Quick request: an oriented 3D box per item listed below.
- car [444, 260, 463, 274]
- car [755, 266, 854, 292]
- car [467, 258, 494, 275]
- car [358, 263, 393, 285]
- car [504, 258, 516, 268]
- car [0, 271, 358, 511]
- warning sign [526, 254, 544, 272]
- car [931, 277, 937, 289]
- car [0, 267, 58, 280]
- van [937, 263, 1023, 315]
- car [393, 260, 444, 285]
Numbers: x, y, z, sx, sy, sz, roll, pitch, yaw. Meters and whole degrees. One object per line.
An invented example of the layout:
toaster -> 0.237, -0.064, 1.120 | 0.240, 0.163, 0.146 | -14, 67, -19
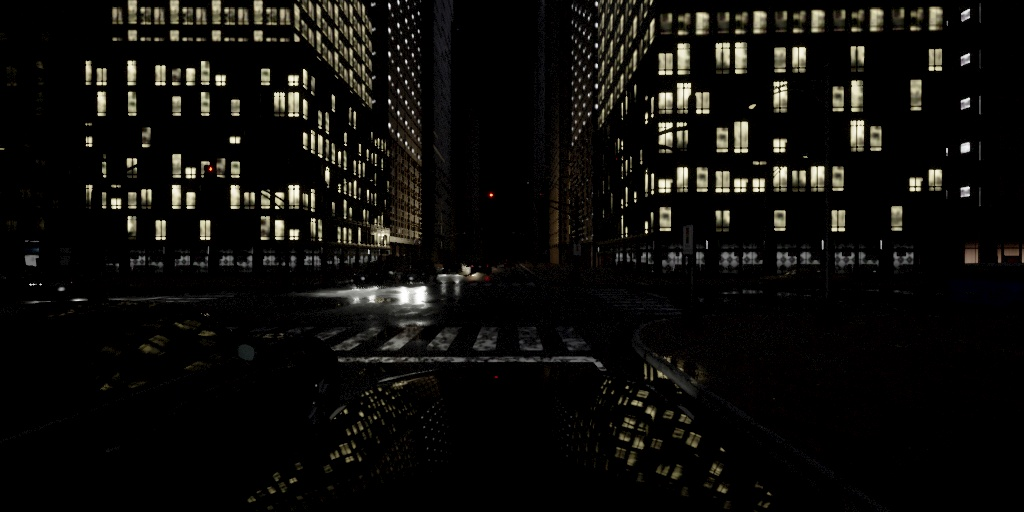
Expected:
car -> -6.842, 1.300, 41.368 | 1.837, 1.490, 4.892 | 0, 0, 0
car -> 16.971, 1.293, 20.956 | 4.829, 1.417, 1.751 | 0, 0, 2
car -> -3.382, 1.144, 39.799 | 2.097, 1.767, 4.553 | 0, 0, 0
car -> -10.001, 1.260, 26.476 | 2.128, 1.511, 4.902 | 0, 0, 0
car -> -0.380, 1.426, 63.851 | 1.994, 1.385, 4.181 | 0, 0, 0
car -> -3.155, 1.103, 2.580 | 2.097, 1.767, 4.553 | 0, 0, 0
warning sign -> 2.611, 0.910, 40.854 | 1.300, 1.860, 1.060 | 0, 0, 0
car -> 26.808, 1.356, 20.531 | 4.207, 1.307, 1.802 | 0, 0, 2
car -> -23.084, 1.249, 16.416 | 4.902, 1.511, 2.128 | 0, 0, 0
van -> 18.292, 1.119, 12.792 | 3.998, 1.789, 1.690 | 0, 0, 2
car -> -6.749, 1.260, 26.437 | 2.128, 1.511, 4.902 | 0, 0, 0
